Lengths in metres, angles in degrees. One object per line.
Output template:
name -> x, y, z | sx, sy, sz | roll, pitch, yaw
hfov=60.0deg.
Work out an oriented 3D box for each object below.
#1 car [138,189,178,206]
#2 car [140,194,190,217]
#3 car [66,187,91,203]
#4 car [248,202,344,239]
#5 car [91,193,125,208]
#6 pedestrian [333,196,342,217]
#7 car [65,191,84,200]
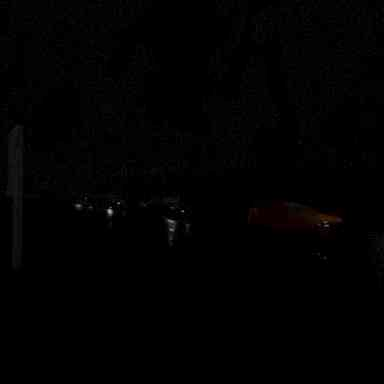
car -> -3.318, 0.730, 33.260 | 2.150, 2.045, 5.566 | 1, 1, -36
car -> -2.026, 1.122, 26.364 | 1.812, 1.442, 4.674 | 1, 0, -35
car -> -15.196, 0.421, 44.880 | 2.150, 2.045, 5.566 | 1, 1, -35
car -> 4.982, 1.289, 16.554 | 1.882, 1.535, 5.008 | 1, 1, -36
car -> -8.945, 0.893, 36.062 | 1.837, 1.490, 4.892 | 1, 0, -36
pedestrian -> 9.153, 1.128, 20.996 | 0.375, 1.860, 0.375 | 2, -1, -36
car -> -20.031, 0.610, 56.633 | 1.895, 1.301, 4.718 | 1, 1, -36
